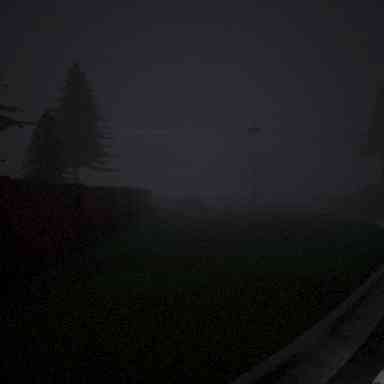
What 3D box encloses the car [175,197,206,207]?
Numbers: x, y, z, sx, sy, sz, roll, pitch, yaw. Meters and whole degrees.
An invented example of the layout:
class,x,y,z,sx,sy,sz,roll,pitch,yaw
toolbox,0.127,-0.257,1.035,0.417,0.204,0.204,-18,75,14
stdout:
class,x,y,z,sx,sy,sz,roll,pitch,yaw
car,-0.200,1.530,49.451,4.674,1.442,1.812,0,0,16
